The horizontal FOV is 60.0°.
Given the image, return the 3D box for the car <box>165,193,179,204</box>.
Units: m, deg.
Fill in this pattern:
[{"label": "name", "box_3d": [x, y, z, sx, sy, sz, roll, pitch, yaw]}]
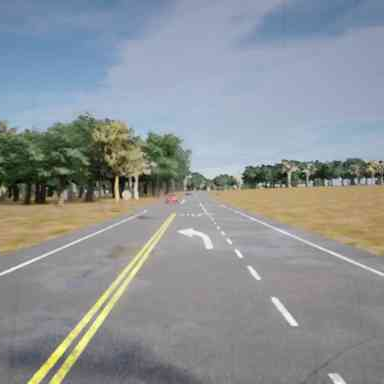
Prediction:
[{"label": "car", "box_3d": [-3.674, 1.133, 61.419, 2.150, 2.045, 5.566, 0, 1, 0]}]
